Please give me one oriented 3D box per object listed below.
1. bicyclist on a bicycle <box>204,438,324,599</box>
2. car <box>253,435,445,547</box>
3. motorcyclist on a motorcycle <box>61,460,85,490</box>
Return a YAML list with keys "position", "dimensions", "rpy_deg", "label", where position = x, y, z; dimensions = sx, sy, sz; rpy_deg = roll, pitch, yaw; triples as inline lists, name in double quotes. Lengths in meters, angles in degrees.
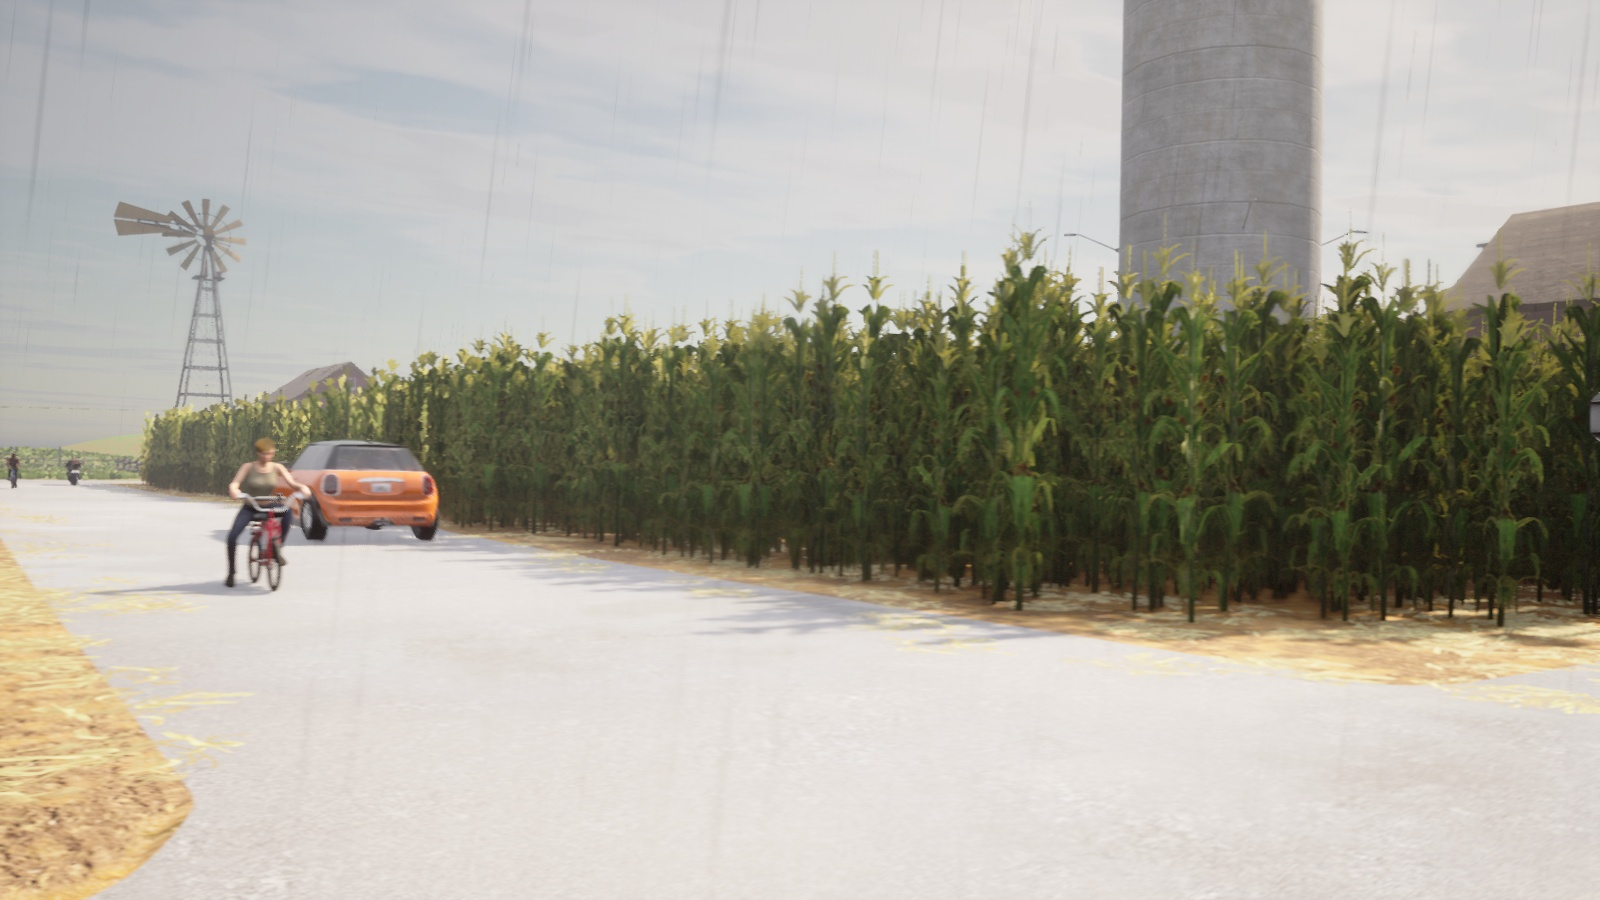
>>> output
- position: [-5.769, 0.698, 13.477]
  dimensions: [0.866, 1.612, 1.509]
  rpy_deg: [2, -1, -35]
  label: "bicyclist on a bicycle"
- position: [-8.141, 0.658, 22.388]
  dimensions: [2.097, 1.767, 4.553]
  rpy_deg: [2, 0, -35]
  label: "car"
- position: [-38.075, 1.291, 65.763]
  dimensions: [0.866, 1.530, 2.191]
  rpy_deg: [2, -1, -35]
  label: "motorcyclist on a motorcycle"
